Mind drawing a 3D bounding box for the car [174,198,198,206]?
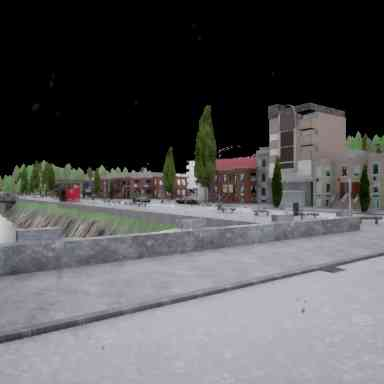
[{"bbox_3d":[-1.106,1.601,55.912,1.895,1.301,4.718,0,0,-35],"label":"car"}]

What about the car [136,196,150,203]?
[{"bbox_3d":[-10.357,1.561,68.882,1.994,1.385,4.181,0,0,-35],"label":"car"}]
